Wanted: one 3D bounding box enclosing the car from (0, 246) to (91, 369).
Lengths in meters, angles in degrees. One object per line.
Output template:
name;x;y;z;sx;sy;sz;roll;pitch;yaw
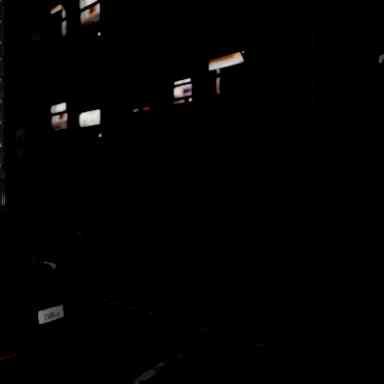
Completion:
car;-3.433;1.543;5.333;4.313;1.339;1.947;0;0;36
